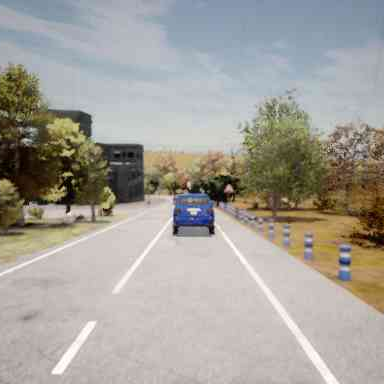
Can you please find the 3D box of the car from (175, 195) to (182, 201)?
[{"bbox_3d":[-3.572,1.472,86.920,1.837,1.490,4.892,0,1,-3],"label":"car"}]

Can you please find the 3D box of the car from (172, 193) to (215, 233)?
[{"bbox_3d":[0.086,1.133,18.913,2.150,2.045,5.566,0,0,0],"label":"car"}]

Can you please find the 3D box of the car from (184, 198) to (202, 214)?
[{"bbox_3d":[0.068,1.466,36.249,1.837,1.490,4.892,0,0,0],"label":"car"}]

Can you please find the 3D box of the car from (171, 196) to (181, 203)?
[{"bbox_3d":[-3.317,1.644,71.486,1.895,1.301,4.718,0,0,0],"label":"car"}]

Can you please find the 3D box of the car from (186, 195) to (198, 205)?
[{"bbox_3d":[0.031,1.385,60.429,2.097,1.767,4.553,0,0,0],"label":"car"}]
